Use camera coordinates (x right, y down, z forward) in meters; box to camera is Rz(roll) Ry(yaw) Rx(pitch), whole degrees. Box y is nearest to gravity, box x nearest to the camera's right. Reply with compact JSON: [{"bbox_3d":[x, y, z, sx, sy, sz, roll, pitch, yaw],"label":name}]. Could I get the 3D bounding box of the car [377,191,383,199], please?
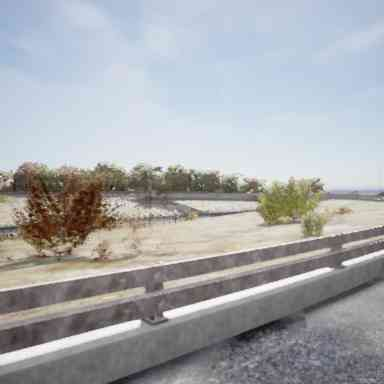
[{"bbox_3d":[43.507,0.667,73.974,2.150,2.045,5.566,0,0,4],"label":"car"}]
